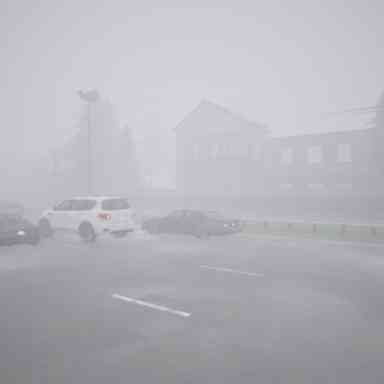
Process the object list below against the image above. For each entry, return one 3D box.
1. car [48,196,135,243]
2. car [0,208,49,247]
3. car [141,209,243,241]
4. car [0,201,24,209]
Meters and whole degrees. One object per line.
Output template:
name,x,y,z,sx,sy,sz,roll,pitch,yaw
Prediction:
car,-5.268,1.233,16.331,5.566,2.045,2.150,0,0,36
car,-8.331,1.578,14.218,4.181,1.385,1.994,0,0,36
car,-0.100,1.557,16.917,5.357,1.411,2.033,0,0,36
car,-16.265,1.519,28.478,4.902,1.511,2.128,0,0,36
